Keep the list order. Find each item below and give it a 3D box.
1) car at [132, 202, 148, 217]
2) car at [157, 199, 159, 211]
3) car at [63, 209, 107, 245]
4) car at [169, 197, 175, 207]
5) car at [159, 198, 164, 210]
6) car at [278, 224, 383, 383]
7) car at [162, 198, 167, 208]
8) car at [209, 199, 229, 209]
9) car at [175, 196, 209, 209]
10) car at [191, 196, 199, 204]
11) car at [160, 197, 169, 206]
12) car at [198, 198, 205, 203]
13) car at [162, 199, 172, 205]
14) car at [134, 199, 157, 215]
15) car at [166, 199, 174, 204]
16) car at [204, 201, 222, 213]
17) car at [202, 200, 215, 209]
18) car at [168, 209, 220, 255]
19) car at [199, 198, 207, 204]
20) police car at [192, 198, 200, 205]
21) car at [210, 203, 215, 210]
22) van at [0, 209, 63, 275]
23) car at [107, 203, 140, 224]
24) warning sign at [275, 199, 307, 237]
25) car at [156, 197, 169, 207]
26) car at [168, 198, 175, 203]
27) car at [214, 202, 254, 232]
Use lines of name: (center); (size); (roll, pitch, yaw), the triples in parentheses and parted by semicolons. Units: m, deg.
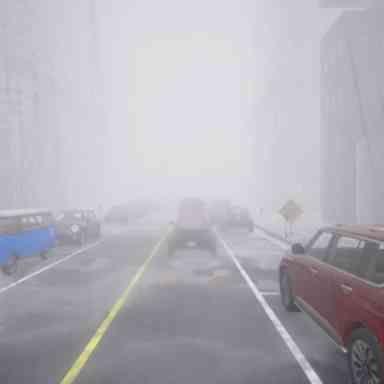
car: (-5.778, 1.908, 32.870); (1.802, 1.307, 4.206); (0, -1, 0)
car: (-5.784, 1.960, 43.905); (1.752, 1.417, 4.829); (0, -1, 0)
car: (-5.769, 1.600, 16.068); (1.967, 1.590, 4.097); (0, -1, 0)
car: (-3.055, 2.125, 65.315); (1.882, 1.535, 5.008); (0, -1, 0)
car: (-5.787, 2.043, 49.675); (2.008, 1.369, 4.403); (0, -1, 0)
car: (2.763, 1.364, 4.872); (2.192, 1.841, 5.009); (0, -1, 0)
car: (-5.791, 2.114, 55.277); (1.947, 1.339, 4.313); (0, -1, 0)
car: (2.748, 1.640, 32.881); (2.192, 1.841, 5.009); (0, -1, 0)
car: (-0.004, 1.498, 27.600); (2.150, 2.045, 5.566); (0, 0, 0)
car: (0.772, 2.088, 87.001); (2.150, 2.045, 5.566); (0, -1, -1)
car: (-5.793, 2.044, 60.879); (1.967, 1.590, 4.097); (0, -1, 0)
car: (2.713, 2.468, 94.670); (1.752, 1.417, 4.829); (0, -1, 0)
car: (-5.803, 2.316, 77.683); (1.887, 1.381, 4.507); (0, -1, 0)
car: (-5.780, 1.696, 38.474); (2.192, 1.841, 5.009); (0, -1, 0)
car: (-5.809, 2.466, 88.885); (1.802, 1.307, 4.206); (0, -1, 0)
car: (2.741, 1.987, 44.083); (2.008, 1.369, 4.403); (0, -1, 0)
car: (2.735, 2.092, 55.287); (1.887, 1.381, 4.507); (0, -1, 0)
car: (0.016, 1.663, 13.915); (1.812, 1.442, 4.674); (0, 0, 0)
car: (2.720, 2.268, 83.297); (1.967, 1.590, 4.097); (0, -1, 0)
police car: (0.857, 2.190, 77.087); (1.930, 1.638, 5.238); (0, -1, 0)
car: (2.750, 1.836, 27.277); (1.947, 1.339, 4.313); (0, -1, 0)
van: (-5.765, 1.446, 10.467); (1.690, 1.788, 3.998); (0, -1, 0)
car: (-5.775, 1.836, 27.269); (1.947, 1.339, 4.313); (0, -1, 0)
warning sign: (5.054, 1.283, 16.989); (1.300, 1.860, 1.060); (0, -1, 0)
car: (-5.796, 1.974, 66.482); (2.192, 1.841, 5.009); (0, -1, 0)
car: (-5.812, 2.465, 94.318); (1.752, 1.417, 4.829); (0, -1, 0)
car: (2.754, 1.655, 21.677); (1.967, 1.590, 4.097); (0, -1, 0)
